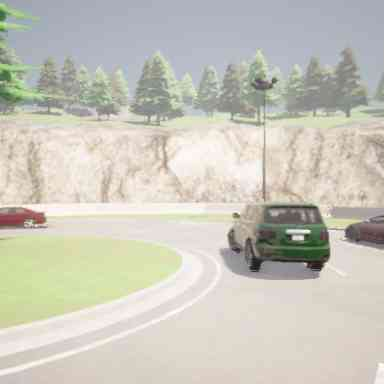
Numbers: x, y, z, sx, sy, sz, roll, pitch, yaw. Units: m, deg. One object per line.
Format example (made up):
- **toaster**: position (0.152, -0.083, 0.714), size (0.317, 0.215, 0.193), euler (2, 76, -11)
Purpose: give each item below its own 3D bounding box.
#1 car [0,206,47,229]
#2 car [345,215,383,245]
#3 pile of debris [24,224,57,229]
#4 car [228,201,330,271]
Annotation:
- **car**: position (-12.515, 1.702, 22.508), size (5.008, 1.535, 1.882), euler (0, -1, -20)
- **car**: position (8.829, 1.702, 14.811), size (1.994, 1.385, 4.181), euler (0, -1, -13)
- **pile of debris**: position (-10.505, 2.404, 23.181), size (1.860, 0.140, 1.500), euler (0, -1, -14)
- **car**: position (2.732, 1.331, 11.496), size (2.150, 2.045, 5.566), euler (1, -1, -2)
